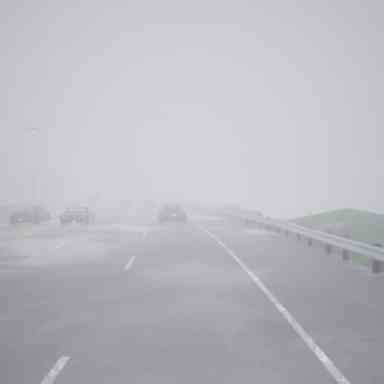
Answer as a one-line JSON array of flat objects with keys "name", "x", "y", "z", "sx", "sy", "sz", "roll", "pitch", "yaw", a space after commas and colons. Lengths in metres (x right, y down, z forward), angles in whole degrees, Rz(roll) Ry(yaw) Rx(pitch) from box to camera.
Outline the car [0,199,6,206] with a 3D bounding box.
[{"name": "car", "x": -28.491, "y": 1.795, "z": 48.245, "sx": 2.097, "sy": 1.767, "sz": 4.553, "roll": -1, "pitch": 0, "yaw": -17}]

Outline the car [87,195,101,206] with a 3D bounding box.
[{"name": "car", "x": -18.577, "y": 1.533, "z": 62.911, "sx": 2.150, "sy": 2.045, "sz": 5.566, "roll": 0, "pitch": 0, "yaw": -22}]

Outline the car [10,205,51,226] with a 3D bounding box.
[{"name": "car", "x": -12.096, "y": 1.717, "z": 25.076, "sx": 1.812, "sy": 1.442, "sz": 4.674, "roll": 0, "pitch": 0, "yaw": -9}]

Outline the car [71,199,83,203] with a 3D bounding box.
[{"name": "car", "x": -19.964, "y": 1.929, "z": 57.831, "sx": 1.895, "sy": 1.301, "sz": 4.718, "roll": -1, "pitch": 0, "yaw": -21}]

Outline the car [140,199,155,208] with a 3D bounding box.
[{"name": "car", "x": -6.789, "y": 1.735, "z": 51.325, "sx": 1.895, "sy": 1.301, "sz": 4.718, "roll": -1, "pitch": 0, "yaw": -18}]

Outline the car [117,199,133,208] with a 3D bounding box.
[{"name": "car", "x": -10.339, "y": 1.733, "z": 51.323, "sx": 2.033, "sy": 1.411, "sz": 5.357, "roll": -1, "pitch": 0, "yaw": -20}]

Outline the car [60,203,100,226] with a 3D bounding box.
[{"name": "car", "x": -8.383, "y": 1.739, "z": 24.836, "sx": 1.895, "sy": 1.301, "sz": 4.718, "roll": -1, "pitch": 0, "yaw": -9}]

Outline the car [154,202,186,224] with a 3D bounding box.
[{"name": "car", "x": -1.637, "y": 1.606, "z": 25.772, "sx": 1.994, "sy": 1.385, "sz": 4.181, "roll": -1, "pitch": 0, "yaw": -9}]
